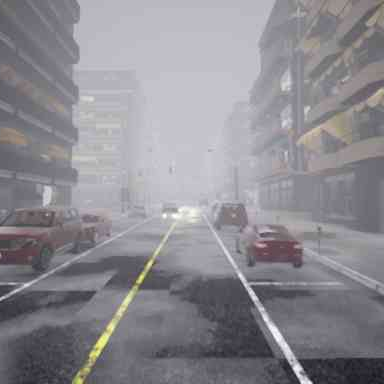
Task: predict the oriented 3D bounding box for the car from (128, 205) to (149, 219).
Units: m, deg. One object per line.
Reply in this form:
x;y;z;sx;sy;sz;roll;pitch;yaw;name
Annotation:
-5.319;1.960;33.667;1.802;1.307;4.206;1;-1;0;car

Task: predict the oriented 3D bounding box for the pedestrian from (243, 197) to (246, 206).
6.986;1.616;44.831;0.375;1.860;0.375;1;-2;0;pedestrian

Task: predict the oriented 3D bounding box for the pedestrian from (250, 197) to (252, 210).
7.986;1.544;45.434;0.375;1.860;0.375;1;-2;0;pedestrian

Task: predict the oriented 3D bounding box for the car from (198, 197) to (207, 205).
2.538;2.298;82.921;2.192;1.841;5.009;1;-1;0;car

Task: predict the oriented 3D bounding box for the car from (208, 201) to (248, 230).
2.540;1.561;22.557;2.192;1.841;5.009;1;-1;0;car

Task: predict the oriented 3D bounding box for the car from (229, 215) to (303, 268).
2.541;1.704;11.492;1.802;1.307;4.206;1;-1;0;car

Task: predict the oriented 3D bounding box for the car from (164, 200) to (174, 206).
-5.342;2.477;77.305;1.947;1.339;4.313;1;-1;0;car

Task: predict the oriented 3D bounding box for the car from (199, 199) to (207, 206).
2.539;2.439;77.524;1.752;1.417;4.829;1;-1;0;car

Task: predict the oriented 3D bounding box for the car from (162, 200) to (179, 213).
-2.775;2.070;43.661;1.994;1.385;4.181;0;-1;0;car

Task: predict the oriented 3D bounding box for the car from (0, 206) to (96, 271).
-5.299;1.437;11.546;2.192;1.841;5.009;1;-1;0;car

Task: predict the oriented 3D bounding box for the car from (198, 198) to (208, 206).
2.546;2.158;71.797;2.192;1.841;5.009;1;-1;0;car

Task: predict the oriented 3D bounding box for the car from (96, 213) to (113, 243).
-5.308;1.728;17.074;1.887;1.381;4.507;1;-1;0;car

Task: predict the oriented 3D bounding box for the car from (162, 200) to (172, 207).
-5.339;2.408;71.744;1.947;1.339;4.313;1;-1;0;car
